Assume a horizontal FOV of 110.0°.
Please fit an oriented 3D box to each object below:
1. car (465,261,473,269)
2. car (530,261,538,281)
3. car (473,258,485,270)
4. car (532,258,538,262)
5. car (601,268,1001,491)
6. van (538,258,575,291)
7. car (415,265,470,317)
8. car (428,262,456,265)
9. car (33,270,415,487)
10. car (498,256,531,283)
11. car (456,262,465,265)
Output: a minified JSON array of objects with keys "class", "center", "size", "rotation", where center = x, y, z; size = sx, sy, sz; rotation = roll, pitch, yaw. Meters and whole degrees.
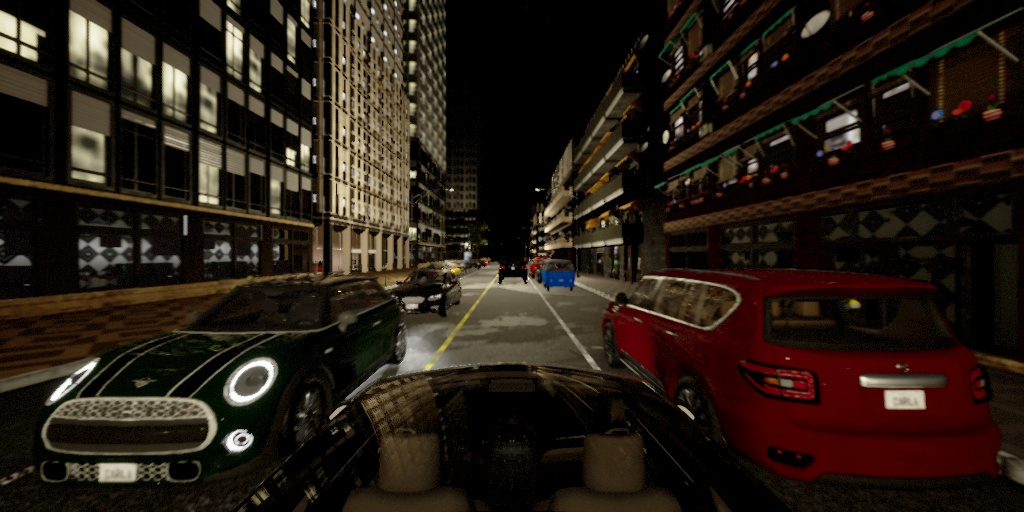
[{"class":"car","center":[-5.696,1.324,38.144],"size":[2.007,1.370,4.403],"rotation":[0,0,0]},{"class":"car","center":[2.686,1.315,27.043],"size":[2.007,1.370,4.403],"rotation":[0,0,0]},{"class":"car","center":[-5.698,1.340,54.795],"size":[2.007,1.370,4.403],"rotation":[0,0,0]},{"class":"car","center":[2.685,1.084,32.594],"size":[2.192,1.841,5.009],"rotation":[0,0,0]},{"class":"car","center":[2.689,1.066,4.841],"size":[2.192,1.841,5.009],"rotation":[0,0,0]},{"class":"van","center":[2.687,1.102,21.493],"size":[1.690,1.789,3.998],"rotation":[0,0,0]},{"class":"car","center":[-3.002,1.247,13.239],"size":[2.128,1.511,4.902],"rotation":[0,0,0]},{"class":"car","center":[-5.694,1.204,27.041],"size":[1.967,1.591,4.097],"rotation":[0,0,0]},{"class":"car","center":[-3.095,1.103,5.060],"size":[2.097,1.767,4.553],"rotation":[0,0,0]},{"class":"car","center":[0.082,0.988,28.224],"size":[2.150,2.045,5.566],"rotation":[0,0,0]},{"class":"car","center":[-5.695,1.294,32.422],"size":[1.751,1.417,4.829],"rotation":[0,0,0]}]
